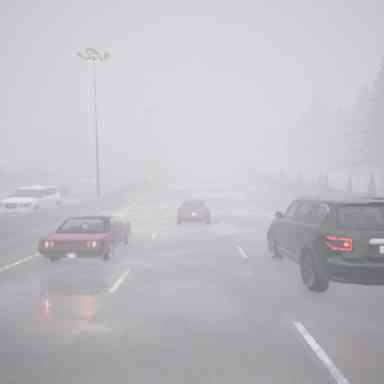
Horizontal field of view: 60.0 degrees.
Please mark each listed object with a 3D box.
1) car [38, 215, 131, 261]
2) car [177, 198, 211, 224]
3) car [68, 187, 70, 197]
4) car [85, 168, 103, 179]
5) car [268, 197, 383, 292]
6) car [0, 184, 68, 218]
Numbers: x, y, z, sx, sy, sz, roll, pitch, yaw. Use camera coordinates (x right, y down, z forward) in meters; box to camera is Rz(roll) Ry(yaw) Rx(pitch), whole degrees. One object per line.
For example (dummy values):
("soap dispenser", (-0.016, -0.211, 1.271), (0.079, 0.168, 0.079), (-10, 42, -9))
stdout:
("car", (-3.398, 1.457, 11.600), (1.895, 1.301, 4.718), (0, 1, 0))
("car", (0.103, 1.081, 20.519), (1.994, 1.385, 4.181), (0, 3, 0))
("car", (-14.084, -0.086, 34.240), (1.812, 1.442, 4.674), (0, 6, 0))
("car", (-17.402, -3.315, 58.844), (2.097, 1.767, 4.553), (0, 7, 0))
("car", (3.602, 1.122, 8.803), (2.150, 2.045, 5.566), (0, 1, 0))
("car", (-10.590, 0.643, 22.136), (2.150, 2.045, 5.566), (0, 3, 0))
